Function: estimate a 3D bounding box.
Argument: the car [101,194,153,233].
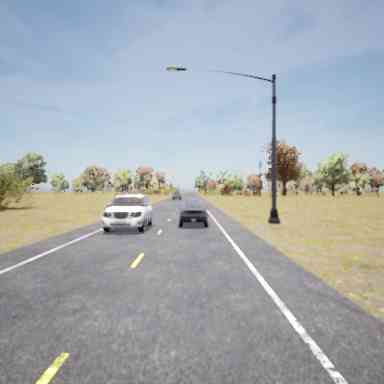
[{"bbox_3d":[-3.602,1.146,19.485,2.150,2.045,5.566,0,0,0],"label":"car"}]

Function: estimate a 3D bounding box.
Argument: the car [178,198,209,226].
[{"bbox_3d":[0.096,1.419,22.510,1.837,1.490,4.892,0,1,0],"label":"car"}]

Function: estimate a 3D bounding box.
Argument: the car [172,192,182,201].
[{"bbox_3d":[-3.508,0.923,76.809,2.150,2.045,5.566,0,0,0],"label":"car"}]
